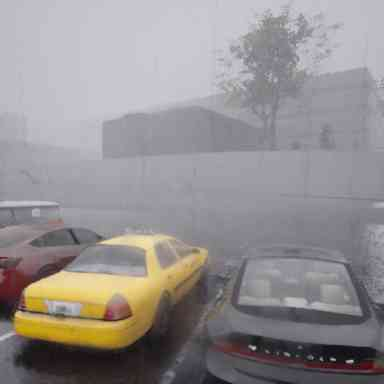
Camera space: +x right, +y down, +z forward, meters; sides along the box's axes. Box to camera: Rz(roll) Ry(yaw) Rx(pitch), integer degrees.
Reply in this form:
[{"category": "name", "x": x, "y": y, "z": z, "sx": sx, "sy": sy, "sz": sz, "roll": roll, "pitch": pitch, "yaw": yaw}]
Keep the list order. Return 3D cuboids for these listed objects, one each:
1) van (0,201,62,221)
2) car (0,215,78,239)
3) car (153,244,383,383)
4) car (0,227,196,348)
[{"category": "van", "x": -5.868, "y": 1.259, "z": 9.861, "sx": 1.878, "sy": 1.987, "sz": 4.442, "roll": 1, "pitch": -1, "yaw": 16}, {"category": "car", "x": -3.410, "y": 1.516, "z": 8.267, "sx": 2.163, "sy": 1.488, "sz": 4.792, "roll": 0, "pitch": -1, "yaw": 16}, {"category": "car", "x": 1.435, "y": 1.491, "z": 4.766, "sx": 2.231, "sy": 1.521, "sz": 4.892, "roll": 0, "pitch": -1, "yaw": 16}, {"category": "car", "x": -0.940, "y": 1.486, "z": 6.684, "sx": 1.946, "sy": 1.575, "sz": 5.366, "roll": 0, "pitch": -1, "yaw": 16}]
